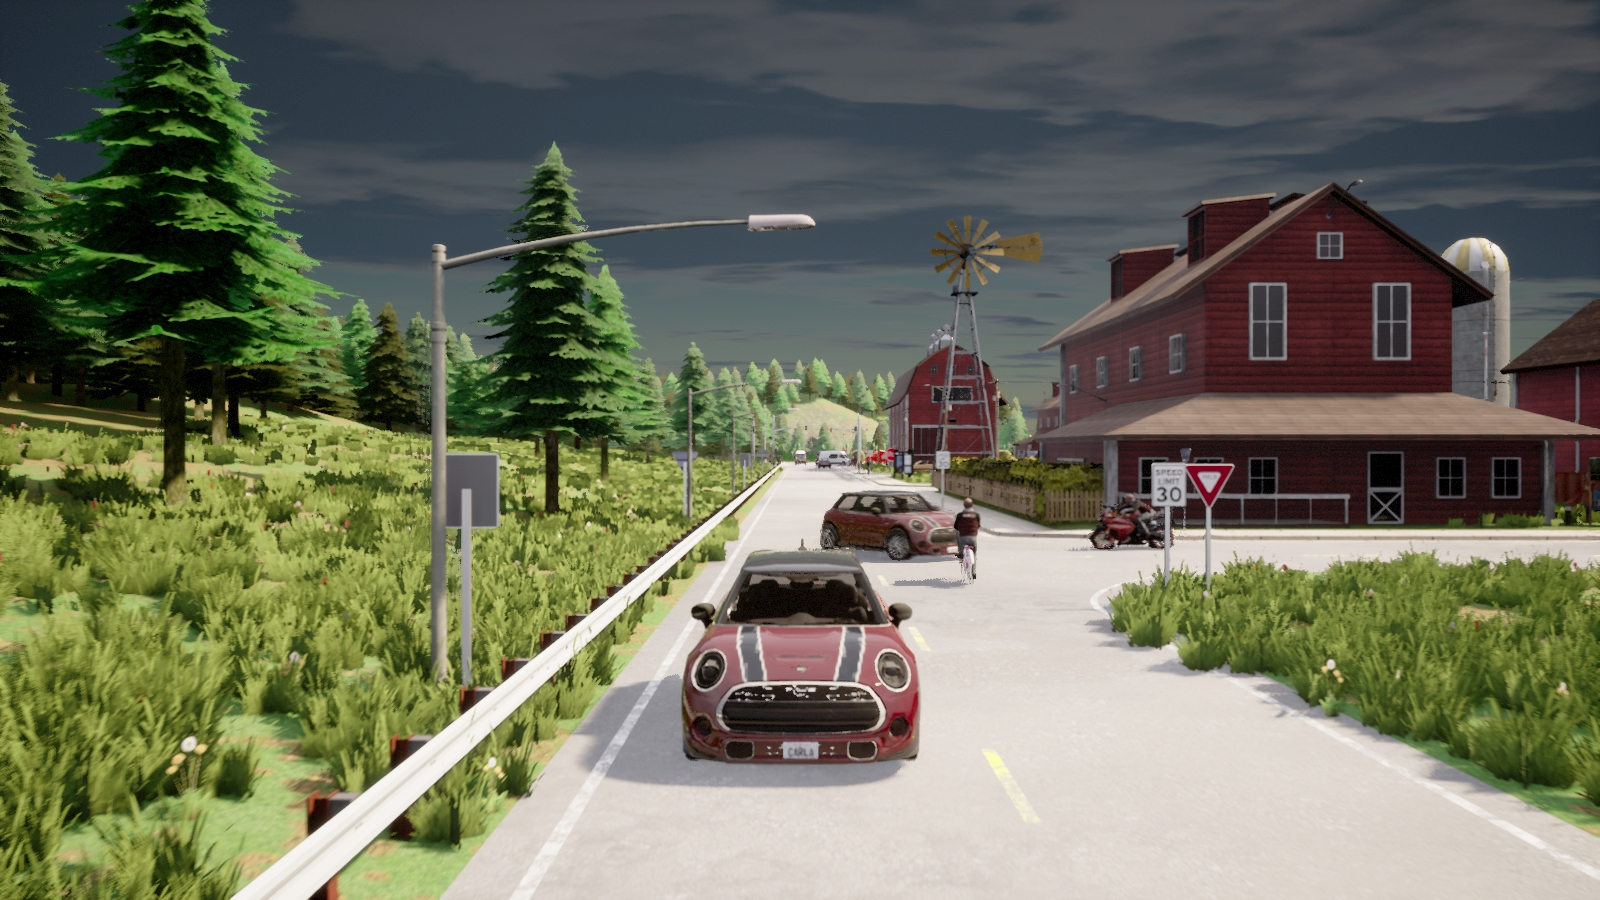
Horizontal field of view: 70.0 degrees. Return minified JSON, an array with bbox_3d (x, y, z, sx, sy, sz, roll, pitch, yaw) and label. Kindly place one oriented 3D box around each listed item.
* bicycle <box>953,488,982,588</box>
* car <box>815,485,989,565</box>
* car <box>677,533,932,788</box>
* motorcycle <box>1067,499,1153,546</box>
[{"bbox_3d":[3.489,1.800,23.871,0.329,1.919,1.835,0,1,0],"label":"bicycle"},{"bbox_3d":[2.527,1.840,29.539,2.097,1.767,4.553,0,0,-33],"label":"car"},{"bbox_3d":[0.049,1.900,11.693,2.097,1.767,4.553,0,0,0],"label":"car"},{"bbox_3d":[8.811,2.057,32.558,2.209,1.251,0.867,0,0,0],"label":"motorcycle"}]
